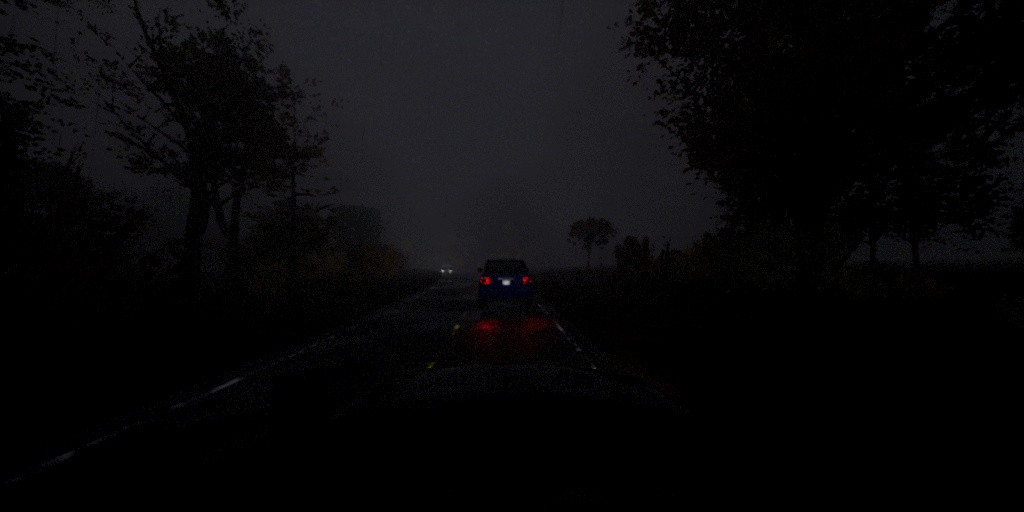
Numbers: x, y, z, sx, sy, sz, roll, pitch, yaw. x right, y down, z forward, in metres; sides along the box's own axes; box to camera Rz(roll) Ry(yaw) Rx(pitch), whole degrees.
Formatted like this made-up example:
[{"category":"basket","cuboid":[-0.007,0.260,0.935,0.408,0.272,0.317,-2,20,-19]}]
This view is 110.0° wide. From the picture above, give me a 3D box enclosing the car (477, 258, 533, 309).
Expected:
[{"category":"car","cuboid":[-0.354,1.105,15.993,2.150,2.045,5.566,0,0,-3]}]
